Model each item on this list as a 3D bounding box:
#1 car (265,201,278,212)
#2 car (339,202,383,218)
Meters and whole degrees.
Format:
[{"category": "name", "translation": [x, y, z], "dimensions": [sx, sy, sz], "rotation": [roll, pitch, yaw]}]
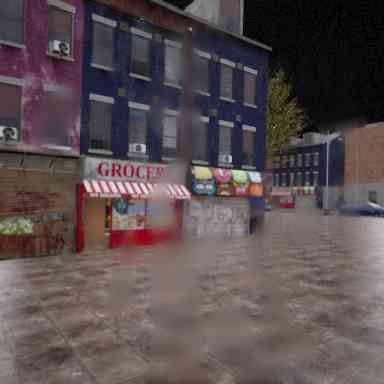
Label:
[{"category": "car", "translation": [7.871, 1.656, 39.336], "dimensions": [1.837, 1.490, 4.892], "rotation": [2, 0, -35]}, {"category": "car", "translation": [15.211, 1.568, 28.890], "dimensions": [1.812, 1.442, 4.674], "rotation": [2, -2, -35]}]
